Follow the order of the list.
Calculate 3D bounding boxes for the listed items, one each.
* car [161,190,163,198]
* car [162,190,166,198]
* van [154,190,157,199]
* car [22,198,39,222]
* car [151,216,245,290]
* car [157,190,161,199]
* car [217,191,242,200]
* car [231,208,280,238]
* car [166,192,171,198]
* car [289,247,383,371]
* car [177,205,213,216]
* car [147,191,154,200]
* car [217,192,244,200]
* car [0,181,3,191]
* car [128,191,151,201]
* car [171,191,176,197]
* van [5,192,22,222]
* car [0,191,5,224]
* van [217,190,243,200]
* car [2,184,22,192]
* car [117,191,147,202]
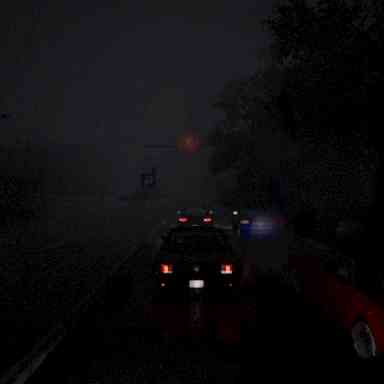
[{"bbox_3d":[-9.656,0.929,76.893,4.674,1.452,2.002,-1,0,-13],"label":"car"},{"bbox_3d":[-9.284,0.912,79.895,4.674,1.452,2.002,-1,0,-13],"label":"car"},{"bbox_3d":[-10.255,0.696,70.925,4.442,1.987,1.878,-1,0,-14],"label":"van"},{"bbox_3d":[-13.632,1.268,24.137,4.553,1.767,2.185,-1,0,-19],"label":"car"},{"bbox_3d":[0.108,1.562,8.942,1.895,1.301,4.718,0,0,0],"label":"car"},{"bbox_3d":[-10.028,0.908,73.898,4.892,1.521,2.231,-1,0,-14],"label":"car"},{"bbox_3d":[7.653,0.763,67.509,4.553,1.767,2.185,0,0,-14],"label":"car"},{"bbox_3d":[3.160,1.491,17.199,1.994,1.385,4.181,0,0,1],"label":"car"},{"bbox_3d":[-8.470,0.877,85.877,4.674,1.452,2.002,-1,0,-12],"label":"car"},{"bbox_3d":[3.104,1.575,5.576,1.895,1.301,4.718,0,0,1],"label":"car"},{"bbox_3d":[0.167,1.451,18.043,1.812,1.442,4.674,0,0,1],"label":"car"},{"bbox_3d":[-10.813,0.952,64.935,5.366,1.575,1.946,-1,0,-15],"label":"car"},{"bbox_3d":[8.188,0.869,70.504,5.366,1.575,1.946,0,0,-13],"label":"car"},{"bbox_3d":[-31.170,-0.721,52.857,2.435,2.045,5.566,6,-2,-19],"label":"car"},{"bbox_3d":[-10.720,0.816,67.886,4.553,1.767,2.185,-1,0,-14],"label":"car"},{"bbox_3d":[-8.021,0.567,88.882,5.566,2.045,2.435,-1,0,-12],"label":"car"},{"bbox_3d":[-13.607,1.178,21.158,4.442,1.987,1.878,-1,0,-19],"label":"van"},{"bbox_3d":[-13.722,1.165,18.122,5.566,2.045,2.435,-1,0,-20],"label":"car"},{"bbox_3d":[7.270,0.681,64.539,4.442,1.987,1.878,0,1,-14],"label":"van"},{"bbox_3d":[-28.176,-0.159,52.801,2.002,1.452,4.674,6,-2,-19],"label":"car"},{"bbox_3d":[-11.457,1.011,61.943,4.792,1.488,2.163,-1,1,-15],"label":"car"}]
